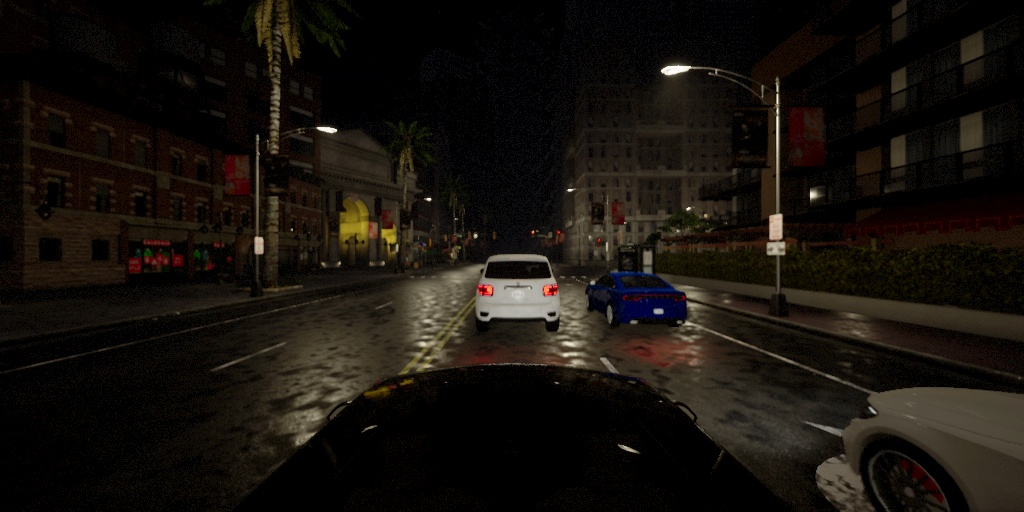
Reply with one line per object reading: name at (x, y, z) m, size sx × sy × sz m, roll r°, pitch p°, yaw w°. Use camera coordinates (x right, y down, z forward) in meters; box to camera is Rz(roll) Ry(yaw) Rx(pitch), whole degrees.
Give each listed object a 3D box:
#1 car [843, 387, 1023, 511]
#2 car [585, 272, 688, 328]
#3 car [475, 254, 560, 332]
car at (3.658, 1.275, 0.964) m, size 1.812 × 1.442 × 4.674 m, roll 0°, pitch 0°, yaw 0°
car at (3.664, 1.235, 11.446) m, size 1.882 × 1.535 × 5.008 m, roll 0°, pitch 0°, yaw 0°
car at (0.155, 0.978, 11.066) m, size 2.150 × 2.045 × 5.566 m, roll 0°, pitch 0°, yaw 0°
